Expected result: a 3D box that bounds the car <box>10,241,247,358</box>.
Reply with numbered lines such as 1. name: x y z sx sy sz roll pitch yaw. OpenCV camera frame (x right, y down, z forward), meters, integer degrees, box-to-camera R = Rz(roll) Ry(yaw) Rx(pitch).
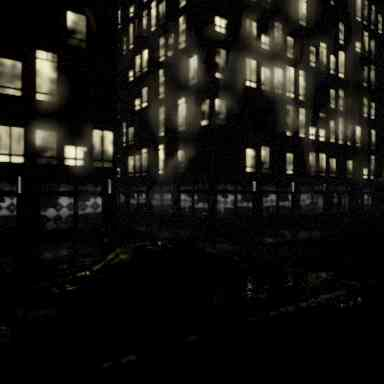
1. car: -0.854 1.584 5.947 4.206 1.307 1.802 0 0 -36
